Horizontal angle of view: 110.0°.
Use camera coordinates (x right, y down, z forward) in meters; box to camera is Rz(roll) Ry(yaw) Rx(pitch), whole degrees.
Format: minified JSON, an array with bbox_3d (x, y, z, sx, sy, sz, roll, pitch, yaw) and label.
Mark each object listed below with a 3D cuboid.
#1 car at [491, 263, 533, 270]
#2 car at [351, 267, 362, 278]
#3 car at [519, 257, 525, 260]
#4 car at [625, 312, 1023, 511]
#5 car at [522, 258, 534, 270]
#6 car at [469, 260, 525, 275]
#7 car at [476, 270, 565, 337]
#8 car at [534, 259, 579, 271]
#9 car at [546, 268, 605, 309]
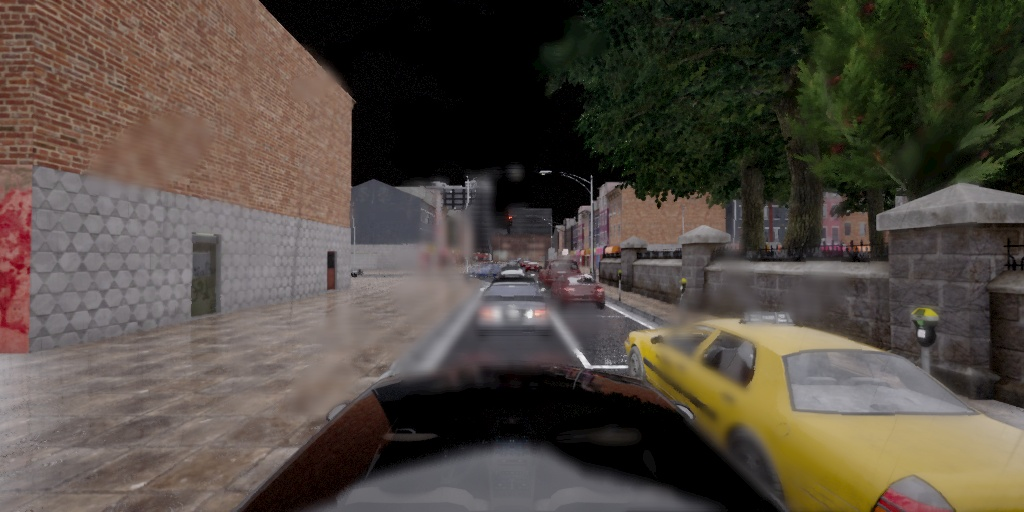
[{"bbox_3d":[0.014,1.290,19.946,1.812,1.442,4.674,0,0,1],"label":"car"},{"bbox_3d":[-15.807,1.247,31.709,4.892,1.490,1.837,0,-1,0],"label":"car"},{"bbox_3d":[2.599,1.413,62.905,1.888,1.381,4.507,0,0,0],"label":"car"},{"bbox_3d":[2.639,1.276,3.988,1.751,1.417,4.829,0,0,0],"label":"car"},{"bbox_3d":[2.610,1.364,46.594,1.888,1.381,4.507,0,0,0],"label":"car"},{"bbox_3d":[-1.591,1.351,34.507,5.357,1.411,2.033,0,0,-43],"label":"car"},{"bbox_3d":[0.062,1.302,10.234,2.033,1.411,5.357,0,0,0],"label":"car"},{"bbox_3d":[2.628,1.080,20.165,2.192,1.841,5.009,0,0,0],"label":"car"},{"bbox_3d":[2.632,1.340,14.716,1.802,1.307,4.207,0,0,0],"label":"car"}]
